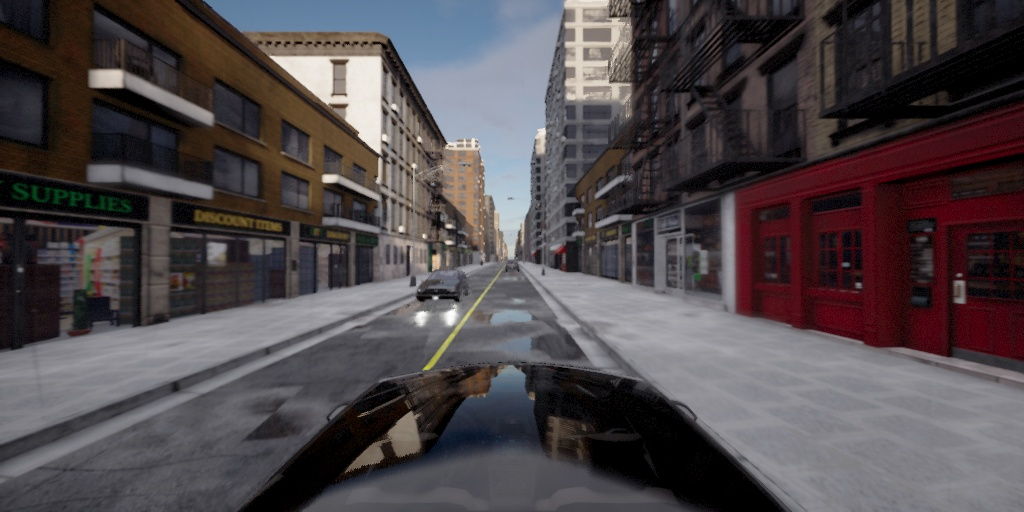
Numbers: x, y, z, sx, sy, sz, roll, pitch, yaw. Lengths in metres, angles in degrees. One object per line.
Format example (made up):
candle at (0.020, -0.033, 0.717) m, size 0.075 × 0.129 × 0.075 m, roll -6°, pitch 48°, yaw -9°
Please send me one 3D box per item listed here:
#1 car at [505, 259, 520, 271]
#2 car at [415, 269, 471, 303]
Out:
car at (0.063, 1.336, 50.258) m, size 2.128 × 1.511 × 4.902 m, roll 0°, pitch 0°, yaw 0°
car at (-3.111, 1.335, 17.266) m, size 2.033 × 1.411 × 5.357 m, roll 0°, pitch 0°, yaw 0°
